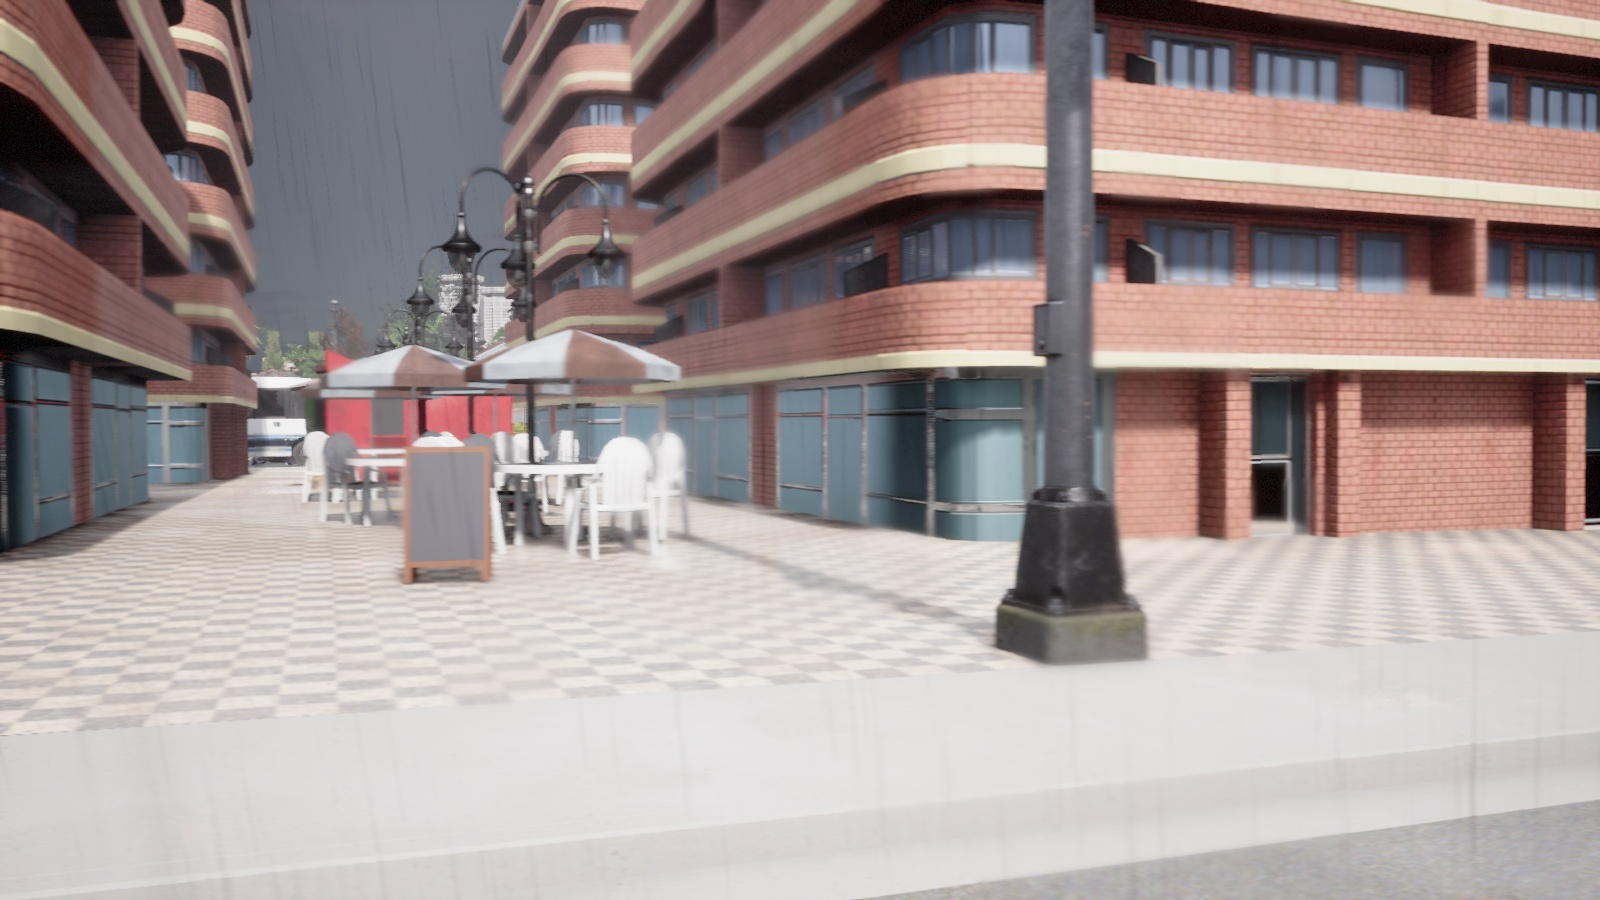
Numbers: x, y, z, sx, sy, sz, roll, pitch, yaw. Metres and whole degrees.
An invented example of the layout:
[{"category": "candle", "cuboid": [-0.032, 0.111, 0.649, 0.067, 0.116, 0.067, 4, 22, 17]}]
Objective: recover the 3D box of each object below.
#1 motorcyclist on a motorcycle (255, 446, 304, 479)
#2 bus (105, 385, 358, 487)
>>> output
[{"category": "motorcyclist on a motorcycle", "cuboid": [-25.805, 0.592, 62.281, 2.191, 1.530, 0.866, -2, 1, -21]}, {"category": "bus", "cuboid": [-26.108, -0.724, 58.399, 10.273, 4.253, 3.944, -2, 1, -21]}]
